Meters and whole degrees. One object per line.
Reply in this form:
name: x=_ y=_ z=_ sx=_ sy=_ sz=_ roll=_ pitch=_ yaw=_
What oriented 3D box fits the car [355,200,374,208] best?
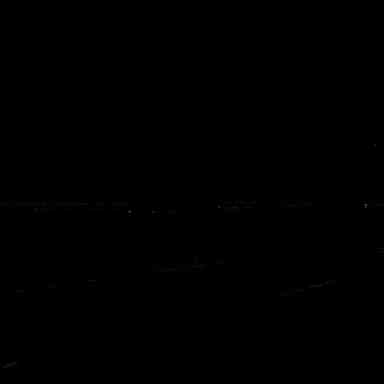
car: x=28.763 y=2.104 z=54.527 sx=4.553 sy=1.767 sz=2.097 roll=1 pitch=-1 yaw=-35

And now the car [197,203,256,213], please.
car: x=2.957 y=1.705 z=23.295 sx=4.674 sy=1.442 sz=1.812 roll=1 pitch=-1 yaw=-35

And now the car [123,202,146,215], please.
car: x=-4.022 y=1.643 z=31.214 sx=5.008 sy=1.535 sz=1.882 roll=1 pitch=0 yaw=-36

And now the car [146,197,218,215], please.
car: x=-0.311 y=1.382 z=25.264 sx=5.566 sy=2.045 sz=2.150 roll=1 pitch=0 yaw=-35

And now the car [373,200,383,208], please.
car: x=30.713 y=2.229 z=51.629 sx=5.008 sy=1.535 sz=1.882 roll=1 pitch=-1 yaw=-35

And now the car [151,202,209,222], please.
car: x=-0.982 y=1.686 z=29.082 sx=4.892 sy=1.490 sz=1.837 roll=1 pitch=-1 yaw=-35
